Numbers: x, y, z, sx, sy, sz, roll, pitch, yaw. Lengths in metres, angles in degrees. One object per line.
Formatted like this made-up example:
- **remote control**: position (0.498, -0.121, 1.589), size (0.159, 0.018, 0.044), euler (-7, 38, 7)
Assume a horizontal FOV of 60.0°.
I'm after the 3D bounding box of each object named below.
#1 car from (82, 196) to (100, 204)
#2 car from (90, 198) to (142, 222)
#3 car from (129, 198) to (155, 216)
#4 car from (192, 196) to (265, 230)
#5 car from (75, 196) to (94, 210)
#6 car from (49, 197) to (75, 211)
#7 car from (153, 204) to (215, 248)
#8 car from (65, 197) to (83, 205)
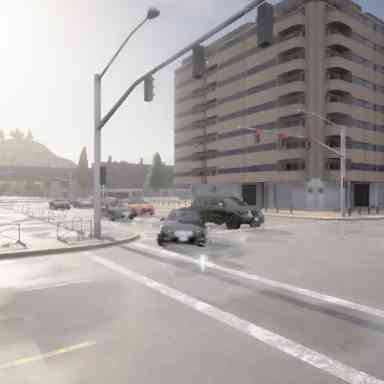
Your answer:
- **car**: position (-19.679, 1.533, 64.794), size (1.882, 1.535, 5.008), euler (0, 0, -35)
- **car**: position (-6.380, 1.544, 27.511), size (2.128, 1.511, 4.902), euler (0, 0, -35)
- **car**: position (-5.375, 1.409, 32.148), size (2.097, 1.767, 4.553), euler (0, 0, -35)
- **car**: position (2.124, 1.269, 21.850), size (2.150, 2.045, 5.566), euler (0, 0, -38)
- **car**: position (-14.748, 1.581, 45.410), size (1.812, 1.442, 4.674), euler (0, 0, -35)
- **car**: position (-16.901, 1.562, 42.384), size (1.837, 1.490, 4.892), euler (0, -1, -35)
- **car**: position (-0.306, 1.518, 15.089), size (2.128, 1.511, 4.902), euler (1, 0, 0)
- **car**: position (-22.087, 1.619, 62.139), size (1.994, 1.385, 4.181), euler (0, 0, -35)
